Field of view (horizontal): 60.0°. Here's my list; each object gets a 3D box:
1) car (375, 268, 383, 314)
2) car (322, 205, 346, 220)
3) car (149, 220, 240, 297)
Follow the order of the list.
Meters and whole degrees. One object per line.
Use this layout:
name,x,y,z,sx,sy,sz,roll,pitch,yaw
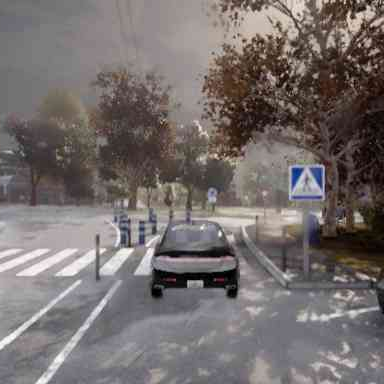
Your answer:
car,5.315,1.473,5.442,4.892,1.521,2.231,1,0,-21
car,16.041,2.056,36.424,2.097,1.767,4.553,1,-2,41
car,0.045,1.459,8.493,2.128,1.511,4.902,0,0,0
